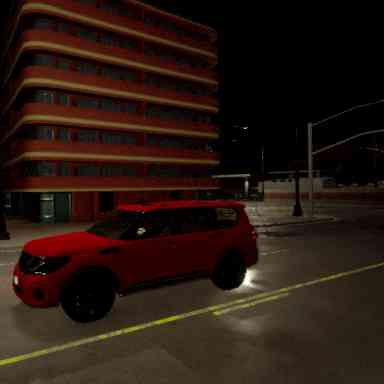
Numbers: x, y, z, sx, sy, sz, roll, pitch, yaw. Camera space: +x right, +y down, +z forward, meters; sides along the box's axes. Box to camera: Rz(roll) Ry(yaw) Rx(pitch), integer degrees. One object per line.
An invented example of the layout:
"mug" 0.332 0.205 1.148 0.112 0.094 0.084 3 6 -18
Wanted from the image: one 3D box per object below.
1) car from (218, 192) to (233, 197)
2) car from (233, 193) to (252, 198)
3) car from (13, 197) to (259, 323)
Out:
"car" 8.918 0.930 86.185 4.611 1.667 2.242 -1 1 -35
"car" 12.890 1.061 81.963 3.806 1.475 1.970 -1 1 -35
"car" -0.923 1.247 7.629 5.566 2.045 2.150 0 0 -35
